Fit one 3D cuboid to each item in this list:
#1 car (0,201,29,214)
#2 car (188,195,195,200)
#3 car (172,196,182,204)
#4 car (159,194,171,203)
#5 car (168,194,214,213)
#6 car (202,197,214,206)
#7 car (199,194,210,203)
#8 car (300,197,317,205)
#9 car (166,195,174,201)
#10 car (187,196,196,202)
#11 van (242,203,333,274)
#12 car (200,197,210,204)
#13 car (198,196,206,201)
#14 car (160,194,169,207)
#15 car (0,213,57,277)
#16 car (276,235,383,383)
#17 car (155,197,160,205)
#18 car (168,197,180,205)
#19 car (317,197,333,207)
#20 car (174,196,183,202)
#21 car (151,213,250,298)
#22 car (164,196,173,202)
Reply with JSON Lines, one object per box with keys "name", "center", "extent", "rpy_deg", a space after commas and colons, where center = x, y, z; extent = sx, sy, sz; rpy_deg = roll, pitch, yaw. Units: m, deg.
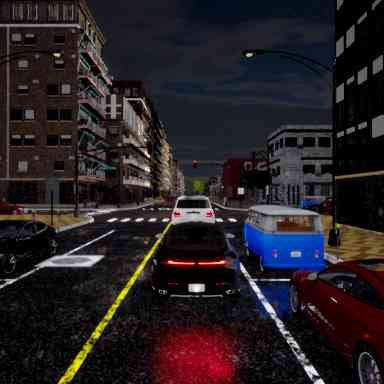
{"name": "car", "center": [-17.520, 1.535, 31.084], "extent": [4.206, 1.307, 1.802], "rpy_deg": [0, 0, 0]}
{"name": "car", "center": [-0.160, 1.584, 91.929], "extent": [1.895, 1.301, 4.718], "rpy_deg": [0, 0, 0]}
{"name": "car", "center": [-3.134, 1.581, 68.164], "extent": [1.812, 1.442, 4.674], "rpy_deg": [0, 0, 0]}
{"name": "car", "center": [-5.813, 1.376, 71.697], "extent": [2.192, 1.841, 5.009], "rpy_deg": [0, 0, 0]}
{"name": "car", "center": [0.057, 1.225, 18.491], "extent": [2.150, 2.045, 5.566], "rpy_deg": [0, 0, 0]}
{"name": "car", "center": [2.596, 1.562, 55.265], "extent": [1.752, 1.417, 4.829], "rpy_deg": [0, 0, 0]}
{"name": "car", "center": [2.568, 1.376, 71.712], "extent": [2.192, 1.841, 5.009], "rpy_deg": [0, 0, 0]}
{"name": "car", "center": [15.082, 1.620, 36.973], "extent": [5.357, 1.411, 2.033], "rpy_deg": [0, 0, 2]}
{"name": "car", "center": [-5.842, 1.617, 88.144], "extent": [1.752, 1.417, 4.829], "rpy_deg": [0, 0, 0]}
{"name": "car", "center": [-0.143, 1.618, 81.479], "extent": [2.033, 1.411, 5.357], "rpy_deg": [0, 0, 0]}
{"name": "van", "center": [2.643, 1.343, 10.308], "extent": [1.690, 1.788, 3.998], "rpy_deg": [0, 0, 0]}
{"name": "car", "center": [2.577, 1.634, 66.173], "extent": [1.802, 1.307, 4.206], "rpy_deg": [0, 0, 0]}
{"name": "car", "center": [2.538, 1.643, 88.329], "extent": [2.008, 1.369, 4.403], "rpy_deg": [0, 0, 0]}
{"name": "car", "center": [-3.187, 1.383, 50.165], "extent": [2.097, 1.767, 4.553], "rpy_deg": [0, 0, 0]}
{"name": "car", "center": [-5.705, 1.567, 10.319], "extent": [1.947, 1.339, 4.313], "rpy_deg": [0, 0, 0]}
{"name": "car", "center": [2.652, 1.582, 4.619], "extent": [1.802, 1.307, 4.206], "rpy_deg": [0, 0, 0]}
{"name": "car", "center": [-5.794, 1.569, 60.448], "extent": [1.752, 1.417, 4.829], "rpy_deg": [0, 0, 0]}
{"name": "car", "center": [-3.179, 1.643, 59.108], "extent": [1.895, 1.301, 4.718], "rpy_deg": [0, 0, 0]}
{"name": "car", "center": [14.868, 1.359, 31.221], "extent": [5.009, 1.841, 2.192], "rpy_deg": [0, 0, 0]}
{"name": "car", "center": [-3.138, 1.624, 78.180], "extent": [1.994, 1.385, 4.181], "rpy_deg": [0, 0, 0]}
{"name": "car", "center": [0.083, 1.506, 8.491], "extent": [1.837, 1.490, 4.892], "rpy_deg": [0, 0, 0]}
{"name": "car", "center": [-5.833, 1.632, 82.775], "extent": [2.008, 1.369, 4.403], "rpy_deg": [0, 0, 0]}
